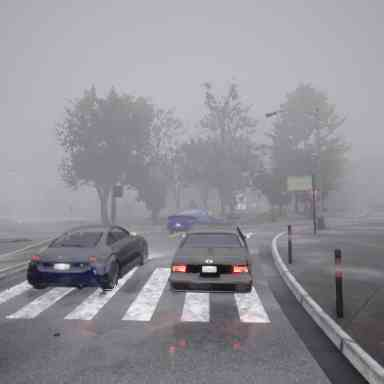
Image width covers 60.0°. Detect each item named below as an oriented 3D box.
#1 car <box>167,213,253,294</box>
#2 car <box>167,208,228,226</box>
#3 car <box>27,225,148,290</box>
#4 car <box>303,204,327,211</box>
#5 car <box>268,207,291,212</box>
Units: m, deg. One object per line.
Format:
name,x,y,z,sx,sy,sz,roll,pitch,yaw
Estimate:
car,0.610,1.543,8.972,2.033,1.411,5.357,-1,0,6
car,0.325,1.713,19.986,1.882,1.535,5.008,-2,-3,25
car,-2.583,1.588,9.181,1.994,1.385,4.181,-1,0,6
car,23.382,3.147,63.264,1.837,1.490,4.892,3,-5,-25
car,19.179,4.002,73.368,4.718,1.301,1.895,-4,-6,41
